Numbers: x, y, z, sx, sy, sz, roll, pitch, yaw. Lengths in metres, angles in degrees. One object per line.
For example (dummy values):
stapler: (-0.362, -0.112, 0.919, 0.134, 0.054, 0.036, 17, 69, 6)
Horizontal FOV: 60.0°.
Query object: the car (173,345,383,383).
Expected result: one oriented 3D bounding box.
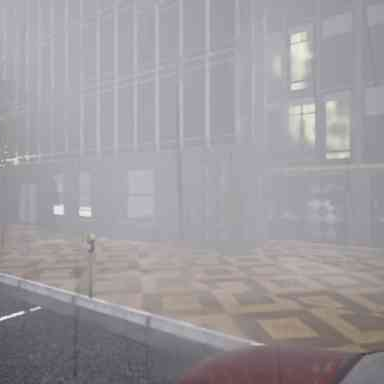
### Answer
car: (1.669, 1.573, 1.727, 4.206, 1.307, 1.802, 0, 0, 34)
